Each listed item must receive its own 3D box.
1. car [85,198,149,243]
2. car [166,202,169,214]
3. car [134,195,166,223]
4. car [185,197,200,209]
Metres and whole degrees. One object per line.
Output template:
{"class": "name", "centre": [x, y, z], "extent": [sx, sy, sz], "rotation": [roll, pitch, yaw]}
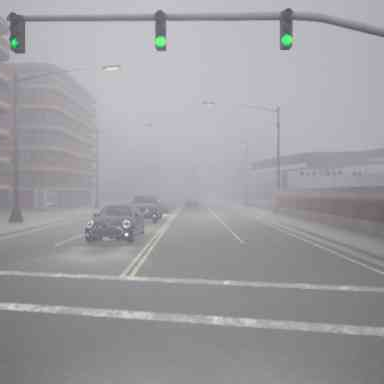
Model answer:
{"class": "car", "centre": [-3.591, 1.371, 16.176], "extent": [2.097, 1.767, 4.553], "rotation": [0, 0, 0]}
{"class": "car", "centre": [-3.496, 1.569, 35.635], "extent": [1.994, 1.385, 4.181], "rotation": [0, 0, 0]}
{"class": "car", "centre": [-3.549, 1.234, 25.769], "extent": [2.150, 2.045, 5.566], "rotation": [0, 0, 0]}
{"class": "car", "centre": [0.023, 1.480, 46.455], "extent": [2.128, 1.511, 4.902], "rotation": [0, 0, 0]}
